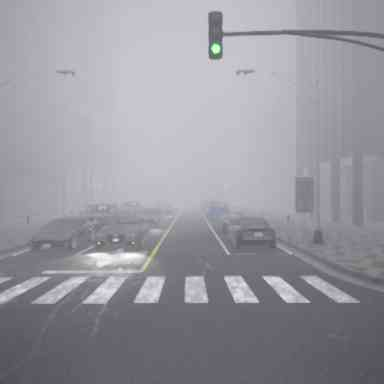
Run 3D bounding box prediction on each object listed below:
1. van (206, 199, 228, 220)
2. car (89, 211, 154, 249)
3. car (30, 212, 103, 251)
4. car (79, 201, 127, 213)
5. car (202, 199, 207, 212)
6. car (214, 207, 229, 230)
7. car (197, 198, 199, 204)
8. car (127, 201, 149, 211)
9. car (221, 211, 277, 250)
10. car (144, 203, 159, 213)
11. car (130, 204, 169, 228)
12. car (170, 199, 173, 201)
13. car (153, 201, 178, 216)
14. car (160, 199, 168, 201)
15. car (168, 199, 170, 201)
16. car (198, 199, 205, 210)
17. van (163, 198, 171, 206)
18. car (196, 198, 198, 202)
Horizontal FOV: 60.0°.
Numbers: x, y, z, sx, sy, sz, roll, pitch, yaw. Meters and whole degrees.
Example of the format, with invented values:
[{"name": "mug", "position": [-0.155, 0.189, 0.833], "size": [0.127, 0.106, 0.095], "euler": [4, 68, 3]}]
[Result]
[{"name": "van", "position": [2.596, 1.790, 32.566], "size": [1.690, 1.788, 3.998], "euler": [-1, -1, 0]}, {"name": "car", "position": [-3.162, 1.825, 15.758], "size": [1.994, 1.385, 4.181], "euler": [0, -1, 0]}, {"name": "car", "position": [-5.839, 1.836, 15.506], "size": [1.947, 1.339, 4.313], "euler": [-1, -1, 0]}, {"name": "car", "position": [-5.872, 1.657, 21.179], "size": [2.192, 1.841, 5.009], "euler": [-1, -1, 0]}, {"name": "car", "position": [2.570, 1.964, 38.235], "size": [1.967, 1.590, 4.097], "euler": [-1, -1, 0]}, {"name": "car", "position": [2.658, 1.885, 21.221], "size": [1.802, 1.307, 4.206], "euler": [-1, -1, 0]}, {"name": "car", "position": [2.481, 2.070, 55.249], "size": [2.192, 1.841, 5.009], "euler": [-1, -1, 0]}, {"name": "car", "position": [-5.929, 1.803, 32.520], "size": [2.192, 1.841, 5.009], "euler": [-1, -1, 0]}, {"name": "car", "position": [2.686, 1.797, 15.550], "size": [1.947, 1.339, 4.313], "euler": [-1, -1, 0]}, {"name": "car", "position": [-6.009, 2.298, 49.527], "size": [1.802, 1.307, 4.206], "euler": [-1, -1, 0]}, {"name": "car", "position": [-3.215, 1.941, 26.138], "size": [2.033, 1.411, 5.357], "euler": [0, -1, 0]}, {"name": "car", "position": [-6.151, 2.683, 77.878], "size": [1.947, 1.339, 4.313], "euler": [-1, -1, 0]}, {"name": "car", "position": [-3.259, 2.142, 41.487], "size": [2.033, 1.411, 5.357], "euler": [0, -1, 0]}, {"name": "car", "position": [-6.067, 2.418, 60.867], "size": [1.887, 1.381, 4.507], "euler": [-1, -1, 0]}, {"name": "car", "position": [-6.097, 2.394, 66.539], "size": [1.967, 1.590, 4.097], "euler": [-1, -1, 0]}, {"name": "car", "position": [2.510, 1.992, 49.578], "size": [2.192, 1.841, 5.009], "euler": [-1, -1, 0]}, {"name": "van", "position": [-6.184, 2.540, 83.551], "size": [1.690, 1.788, 3.998], "euler": [-1, -1, 0]}, {"name": "car", "position": [2.427, 2.355, 66.588], "size": [1.967, 1.590, 4.097], "euler": [-1, -1, 0]}]
